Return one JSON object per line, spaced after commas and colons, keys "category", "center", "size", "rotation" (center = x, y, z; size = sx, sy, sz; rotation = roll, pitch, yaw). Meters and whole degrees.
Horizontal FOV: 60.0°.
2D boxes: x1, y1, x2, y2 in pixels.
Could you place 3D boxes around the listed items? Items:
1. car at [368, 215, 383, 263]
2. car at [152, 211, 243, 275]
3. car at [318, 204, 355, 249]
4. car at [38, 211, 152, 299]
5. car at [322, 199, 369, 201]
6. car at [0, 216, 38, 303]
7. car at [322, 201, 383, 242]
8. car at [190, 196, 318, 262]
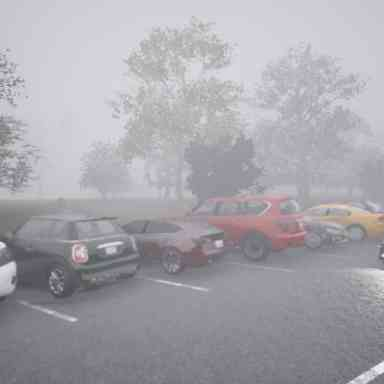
{"category": "car", "center": [7.427, 1.448, 9.921], "size": [4.181, 1.385, 1.994], "rotation": [-1, 1, -34]}
{"category": "car", "center": [-1.166, 1.489, 10.387], "size": [4.792, 1.488, 2.163], "rotation": [-1, 0, 35]}
{"category": "car", "center": [3.745, 1.387, 13.773], "size": [4.892, 1.521, 2.231], "rotation": [-1, -1, 35]}
{"category": "car", "center": [-3.550, 1.354, 8.646], "size": [4.553, 1.767, 2.185], "rotation": [-1, 0, 35]}
{"category": "car", "center": [8.634, 1.151, 17.135], "size": [4.553, 1.767, 2.185], "rotation": [-1, 0, 36]}
{"category": "car", "center": [-5.976, 1.239, 6.932], "size": [5.566, 2.045, 2.435], "rotation": [-1, -1, 34]}
{"category": "car", "center": [6.202, 1.334, 15.440], "size": [5.008, 1.535, 2.097], "rotation": [-1, 0, 36]}
{"category": "car", "center": [1.270, 1.177, 12.088], "size": [5.566, 2.045, 2.435], "rotation": [-1, 0, 35]}
